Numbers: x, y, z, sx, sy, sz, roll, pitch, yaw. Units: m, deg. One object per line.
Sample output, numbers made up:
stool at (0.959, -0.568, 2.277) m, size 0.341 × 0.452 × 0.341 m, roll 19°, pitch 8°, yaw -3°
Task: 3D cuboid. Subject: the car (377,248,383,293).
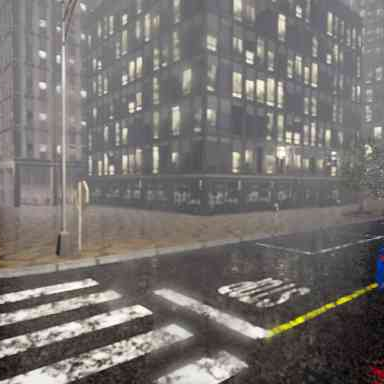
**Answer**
car at (5.758, 1.373, 7.075) m, size 5.008 × 1.535 × 1.882 m, roll -1°, pitch 2°, yaw -40°
